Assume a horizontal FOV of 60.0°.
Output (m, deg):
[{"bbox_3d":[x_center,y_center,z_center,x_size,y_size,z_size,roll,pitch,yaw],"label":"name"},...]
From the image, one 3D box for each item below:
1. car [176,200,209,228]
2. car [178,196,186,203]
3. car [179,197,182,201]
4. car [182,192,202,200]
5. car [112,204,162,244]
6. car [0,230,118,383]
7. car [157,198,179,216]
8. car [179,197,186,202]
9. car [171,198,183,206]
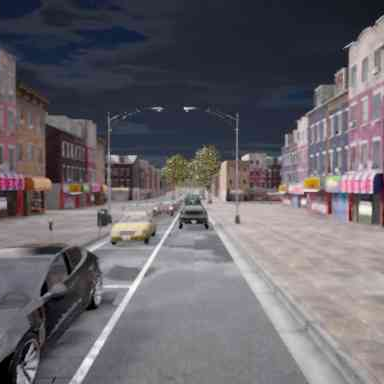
[{"bbox_3d":[0.107,1.535,22.419,1.837,1.490,4.892,0,0,0],"label":"car"},{"bbox_3d":[-2.646,1.895,86.346,1.967,1.590,4.097,-2,-1,0],"label":"car"},{"bbox_3d":[-2.649,1.680,43.226,2.008,1.369,4.403,-2,0,0],"label":"car"},{"bbox_3d":[0.108,1.349,43.050,2.150,2.045,5.566,0,0,0],"label":"car"},{"bbox_3d":[-2.653,1.539,15.820,1.752,1.417,4.829,-1,0,0],"label":"car"},{"bbox_3d":[-2.653,1.566,5.095,1.947,1.339,4.313,-1,0,0],"label":"car"},{"bbox_3d":[-2.654,1.511,32.332,1.967,1.590,4.097,-2,0,0],"label":"car"},{"bbox_3d":[-2.641,2.022,91.712,1.752,1.417,4.829,-2,0,0],"label":"car"},{"bbox_3d":[-2.646,1.819,59.569,1.802,1.307,4.206,-2,0,0],"label":"car"}]
